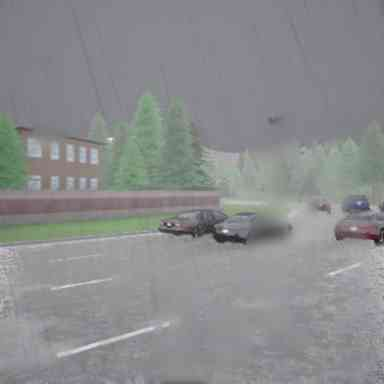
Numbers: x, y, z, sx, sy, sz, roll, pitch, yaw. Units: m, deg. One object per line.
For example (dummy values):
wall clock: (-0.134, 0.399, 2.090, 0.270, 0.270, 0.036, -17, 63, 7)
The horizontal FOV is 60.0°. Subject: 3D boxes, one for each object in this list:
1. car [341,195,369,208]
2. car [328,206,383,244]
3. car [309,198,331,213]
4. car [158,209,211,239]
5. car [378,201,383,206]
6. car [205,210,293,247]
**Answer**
car: (17.963, 1.324, 36.689, 2.150, 2.045, 5.566, 0, 0, 17)
car: (8.622, 1.608, 16.230, 1.994, 1.385, 4.181, -1, 0, 45)
car: (14.591, 1.479, 38.113, 2.097, 1.767, 4.553, -1, 0, 18)
car: (0.699, 1.641, 18.074, 5.357, 1.411, 2.033, 0, 0, -43)
car: (20.811, 1.582, 34.757, 1.837, 1.490, 4.892, 1, 0, 19)
car: (2.913, 1.633, 15.515, 4.181, 1.385, 1.994, 0, 0, -42)
